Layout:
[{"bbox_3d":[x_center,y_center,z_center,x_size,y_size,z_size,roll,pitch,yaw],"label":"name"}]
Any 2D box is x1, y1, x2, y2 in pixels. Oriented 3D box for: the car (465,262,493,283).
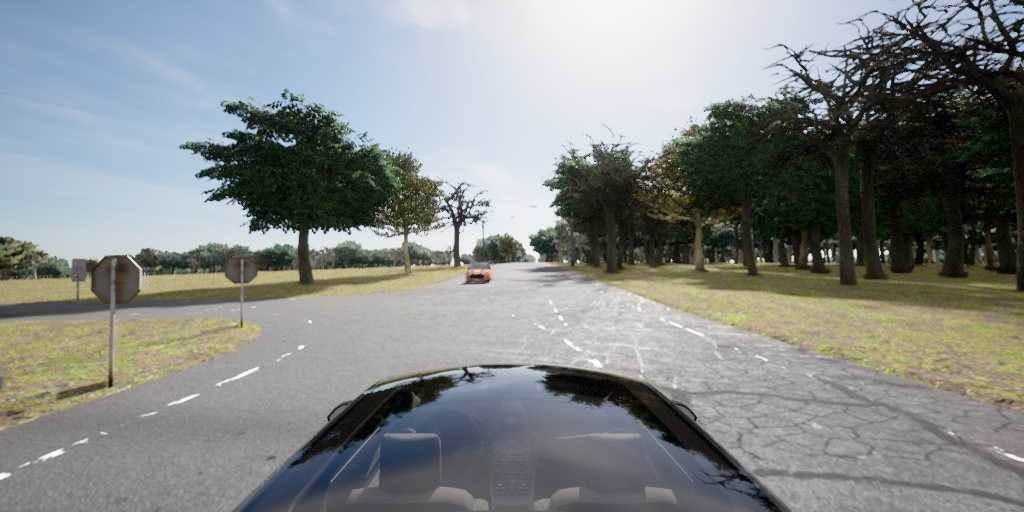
[{"bbox_3d":[-2.856,1.396,31.920,2.097,1.767,4.553,-1,0,2],"label":"car"}]
